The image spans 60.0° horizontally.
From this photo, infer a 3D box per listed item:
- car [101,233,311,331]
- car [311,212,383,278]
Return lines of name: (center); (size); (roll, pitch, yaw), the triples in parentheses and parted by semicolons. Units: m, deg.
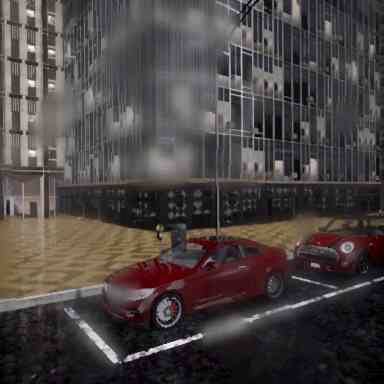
car: (0.294, 1.581, 6.778); (4.206, 1.307, 1.802); (0, -1, -35)
car: (4.921, 1.438, 10.080); (4.097, 1.590, 1.967); (0, -1, -35)
